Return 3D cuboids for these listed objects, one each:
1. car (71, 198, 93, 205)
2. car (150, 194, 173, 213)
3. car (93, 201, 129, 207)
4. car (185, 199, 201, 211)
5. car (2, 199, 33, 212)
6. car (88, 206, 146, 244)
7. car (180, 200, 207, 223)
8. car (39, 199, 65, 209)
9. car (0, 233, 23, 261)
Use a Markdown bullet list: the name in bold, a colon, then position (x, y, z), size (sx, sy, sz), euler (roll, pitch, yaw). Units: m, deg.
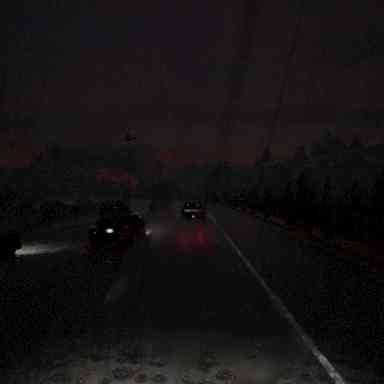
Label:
- **car**: position (-14.139, 1.571, 43.137), size (1.837, 1.490, 4.892), euler (0, 0, 0)
- **car**: position (-3.399, 1.270, 37.198), size (2.150, 2.045, 5.566), euler (0, 0, 0)
- **car**: position (-6.899, 1.522, 29.880), size (2.128, 1.511, 4.902), euler (0, 0, 0)
- **car**: position (0.097, 1.666, 42.985), size (1.895, 1.301, 4.718), euler (0, 0, 0)
- **car**: position (-21.112, 1.584, 40.555), size (1.812, 1.442, 4.674), euler (0, 0, 0)
- **car**: position (-3.400, 1.572, 15.741), size (1.994, 1.385, 4.181), euler (0, 0, 0)
- **car**: position (0.101, 1.512, 25.605), size (2.128, 1.511, 4.902), euler (0, 0, 0)
- **car**: position (-17.630, 1.627, 41.990), size (1.994, 1.385, 4.181), euler (0, 0, 0)
- **car**: position (-6.900, 1.549, 9.281), size (2.033, 1.411, 5.357), euler (0, 0, 0)
